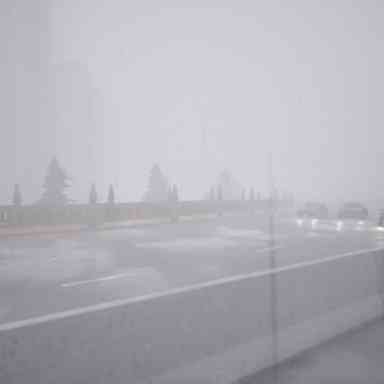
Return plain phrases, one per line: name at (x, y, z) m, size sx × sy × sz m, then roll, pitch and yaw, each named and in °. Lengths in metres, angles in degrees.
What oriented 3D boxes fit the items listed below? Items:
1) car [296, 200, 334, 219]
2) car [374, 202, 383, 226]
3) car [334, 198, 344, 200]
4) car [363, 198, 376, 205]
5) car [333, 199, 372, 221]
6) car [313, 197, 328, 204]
car at (11.253, 1.645, 30.737) m, size 2.033 × 1.411 × 5.357 m, roll 0°, pitch 0°, yaw 35°
car at (14.340, 1.547, 23.292) m, size 1.837 × 1.490 × 4.892 m, roll 0°, pitch 0°, yaw 37°
car at (29.499, 1.837, 66.258) m, size 2.033 × 1.411 × 5.357 m, roll 0°, pitch -1°, yaw 11°
car at (31.960, 1.773, 60.437) m, size 1.812 × 1.442 × 4.674 m, roll 0°, pitch 0°, yaw 14°
car at (13.803, 1.580, 28.394) m, size 1.837 × 1.490 × 4.892 m, roll 0°, pitch 0°, yaw 35°
car at (26.271, 1.774, 68.355) m, size 1.895 × 1.301 × 4.718 m, roll 0°, pitch -1°, yaw 8°
